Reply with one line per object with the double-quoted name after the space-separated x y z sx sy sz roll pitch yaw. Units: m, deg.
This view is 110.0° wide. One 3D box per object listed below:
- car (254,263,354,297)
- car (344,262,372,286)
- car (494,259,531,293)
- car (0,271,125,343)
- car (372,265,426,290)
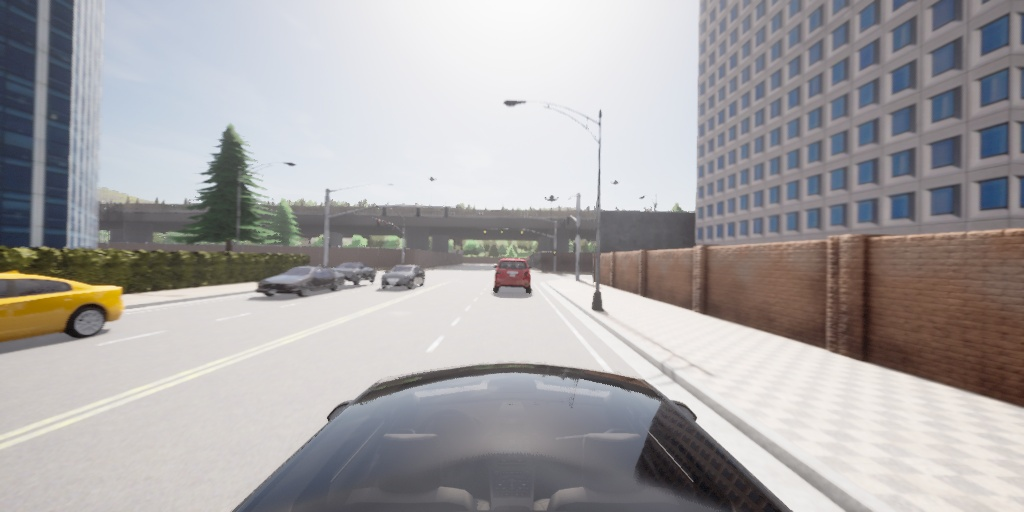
-10.537 1.241 18.490 2.033 1.411 5.357 1 0 1 "car"
-10.465 1.096 23.405 1.994 1.385 4.181 1 0 0 "car"
0.037 1.208 22.818 2.150 2.045 5.566 1 -1 0 "car"
-10.583 1.069 6.774 1.882 1.535 5.008 1 0 0 "car"
-6.969 1.336 23.399 2.128 1.511 4.902 1 0 0 "car"
